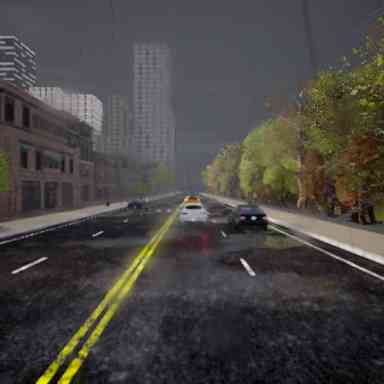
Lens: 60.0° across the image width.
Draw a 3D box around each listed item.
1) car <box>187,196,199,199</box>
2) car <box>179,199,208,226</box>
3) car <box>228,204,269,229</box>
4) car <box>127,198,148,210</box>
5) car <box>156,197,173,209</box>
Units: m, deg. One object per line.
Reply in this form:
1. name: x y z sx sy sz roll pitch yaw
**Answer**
1. car: 0.092 1.280 41.728 1.882 1.535 5.008 0 1 0
2. car: 0.094 1.421 22.211 1.812 1.442 4.674 0 1 0
3. car: 3.344 1.451 20.548 2.033 1.411 5.357 0 0 0
4. car: -6.584 1.409 40.537 1.895 1.301 4.718 0 0 0
5. car: -3.330 1.352 41.464 2.033 1.411 5.357 0 0 0
